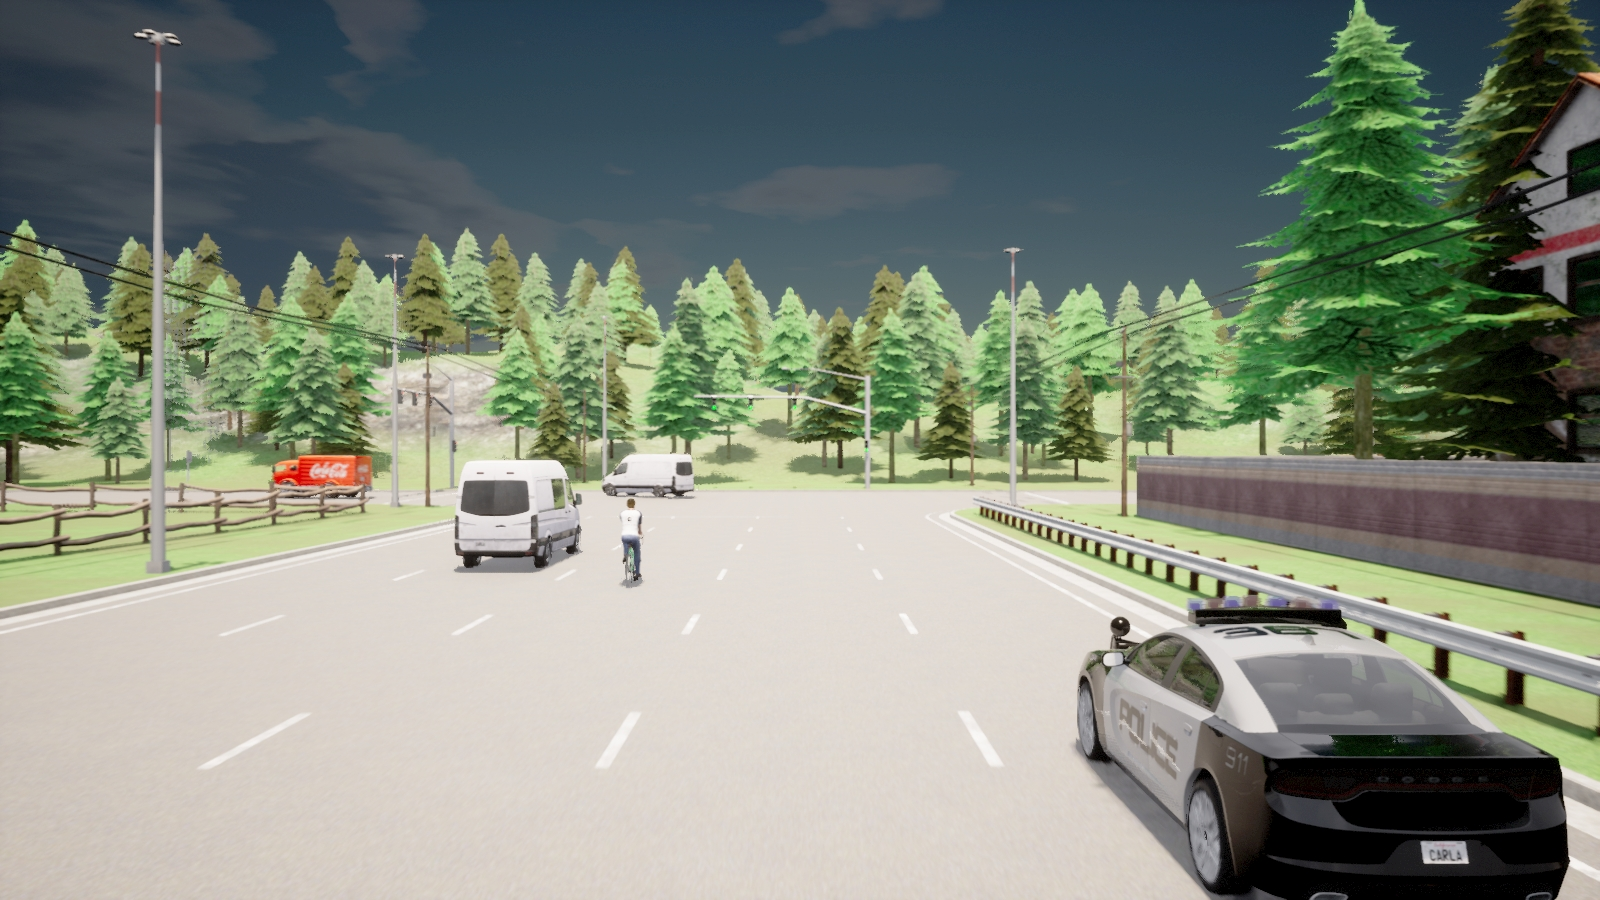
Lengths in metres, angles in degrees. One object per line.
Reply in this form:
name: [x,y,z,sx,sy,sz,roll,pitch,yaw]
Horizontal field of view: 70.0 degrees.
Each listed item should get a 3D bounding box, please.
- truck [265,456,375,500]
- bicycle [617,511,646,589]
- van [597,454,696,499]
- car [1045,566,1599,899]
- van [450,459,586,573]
truck: [-27.731,1.570,66.099,5.204,2.467,2.627,0,0,5]
bicycle: [-3.502,2.056,23.836,0.373,1.496,1.643,0,0,0]
van: [-9.124,1.535,67.824,5.915,2.561,1.988,0,0,32]
car: [3.499,1.982,8.788,2.097,1.638,5.238,0,0,0]
van: [-6.997,1.534,29.077,1.988,2.561,5.915,0,0,0]
